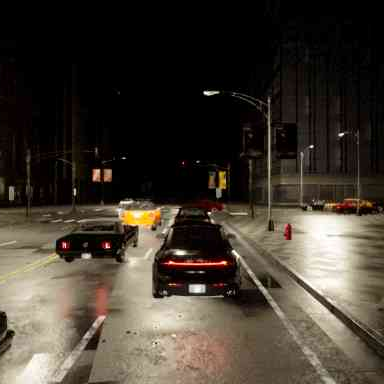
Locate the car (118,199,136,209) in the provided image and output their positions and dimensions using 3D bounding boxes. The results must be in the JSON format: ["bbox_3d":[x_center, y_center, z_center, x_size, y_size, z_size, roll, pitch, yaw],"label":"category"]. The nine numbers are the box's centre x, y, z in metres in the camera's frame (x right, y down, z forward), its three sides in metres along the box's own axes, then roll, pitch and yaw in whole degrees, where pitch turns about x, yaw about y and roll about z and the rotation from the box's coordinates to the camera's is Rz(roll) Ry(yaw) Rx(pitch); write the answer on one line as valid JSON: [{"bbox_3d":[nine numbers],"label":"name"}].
[{"bbox_3d":[-9.769,1.746,50.474,1.812,1.442,4.674,0,0,0],"label":"car"}]

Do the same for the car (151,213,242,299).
[{"bbox_3d":[0.110,1.512,8.463,1.837,1.490,4.892,0,0,0],"label":"car"}]

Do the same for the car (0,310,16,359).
[{"bbox_3d":[-3.154,1.548,1.750,2.033,1.411,5.357,0,0,0],"label":"car"}]

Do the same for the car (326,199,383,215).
[{"bbox_3d":[15.361,1.577,31.336,4.206,1.307,1.802,0,0,-1],"label":"car"}]

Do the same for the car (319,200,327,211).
[{"bbox_3d":[17.337,1.535,37.136,5.008,1.535,1.882,0,-1,-1],"label":"car"}]

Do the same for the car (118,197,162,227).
[{"bbox_3d":[-3.118,1.396,21.065,2.097,1.767,4.553,0,0,0],"label":"car"}]

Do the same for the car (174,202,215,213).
[{"bbox_3d":[0.026,1.510,17.954,1.882,1.535,5.008,0,0,0],"label":"car"}]

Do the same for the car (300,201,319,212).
[{"bbox_3d":[15.244,1.663,39.860,4.313,1.339,1.947,0,0,-1],"label":"car"}]

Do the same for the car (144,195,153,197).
[{"bbox_3d":[-9.642,1.616,73.440,2.150,2.045,5.566,0,0,0],"label":"car"}]

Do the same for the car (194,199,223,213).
[{"bbox_3d":[0.893,1.593,36.873,5.008,1.535,1.882,0,-1,-1],"label":"car"}]

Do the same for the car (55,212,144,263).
[{"bbox_3d":[-3.131,1.615,12.071,1.895,1.301,4.718,0,0,0],"label":"car"}]

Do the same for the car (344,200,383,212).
[{"bbox_3d":[20.884,1.644,39.940,4.313,1.339,1.947,0,0,-1],"label":"car"}]
